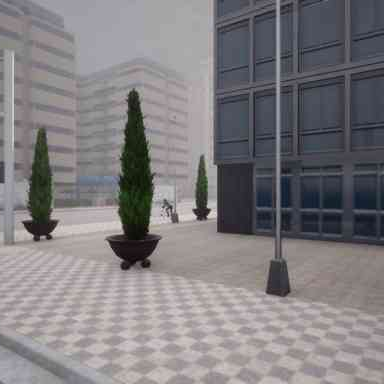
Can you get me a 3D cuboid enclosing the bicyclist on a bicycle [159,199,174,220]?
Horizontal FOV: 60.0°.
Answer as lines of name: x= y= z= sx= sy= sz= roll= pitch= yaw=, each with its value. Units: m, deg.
bicyclist on a bicycle: x=-1.975 y=1.356 z=25.864 sx=1.656 sy=1.620 sz=0.582 roll=0 pitch=0 yaw=35
